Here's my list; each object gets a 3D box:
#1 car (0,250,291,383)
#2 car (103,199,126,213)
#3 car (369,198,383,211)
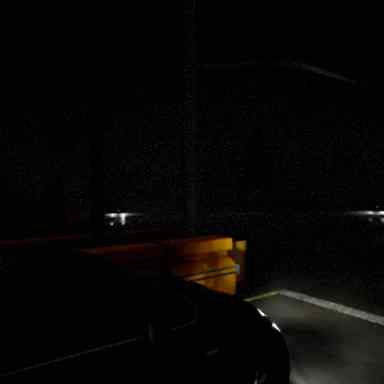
[{"bbox_3d":[-1.174,1.349,2.985,4.553,1.767,2.097,0,0,-36],"label":"car"},{"bbox_3d":[-9.016,1.480,35.891,2.033,1.411,5.357,0,0,-36],"label":"car"},{"bbox_3d":[21.168,1.372,36.284,4.181,1.385,1.994,0,0,-35],"label":"car"}]
